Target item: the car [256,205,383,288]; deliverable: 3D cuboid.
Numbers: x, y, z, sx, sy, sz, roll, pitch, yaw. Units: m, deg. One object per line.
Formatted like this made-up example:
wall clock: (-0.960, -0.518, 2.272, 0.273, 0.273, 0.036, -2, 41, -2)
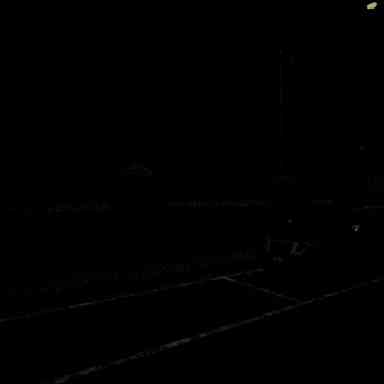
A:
car: (4.104, 1.313, 9.466, 5.009, 1.841, 2.192, 0, 0, -36)
